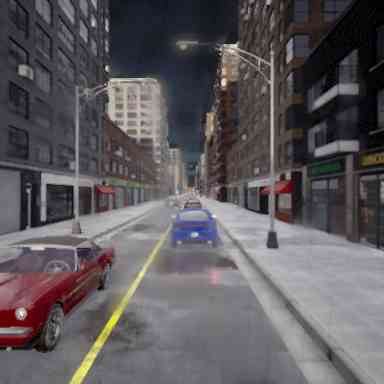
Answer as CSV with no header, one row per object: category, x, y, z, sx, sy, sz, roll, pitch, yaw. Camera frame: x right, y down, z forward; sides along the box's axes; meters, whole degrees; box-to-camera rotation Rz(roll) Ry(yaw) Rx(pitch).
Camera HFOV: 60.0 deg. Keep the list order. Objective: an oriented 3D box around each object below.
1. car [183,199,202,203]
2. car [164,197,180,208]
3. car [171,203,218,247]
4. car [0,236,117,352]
car,0.101,1.491,35.891,2.128,1.511,4.902,0,0,0
car,-2.832,1.496,47.582,2.128,1.511,4.902,0,0,0
car,0.100,1.475,15.050,1.882,1.535,5.008,0,0,0
car,-2.852,1.599,6.286,1.895,1.301,4.718,0,0,0
